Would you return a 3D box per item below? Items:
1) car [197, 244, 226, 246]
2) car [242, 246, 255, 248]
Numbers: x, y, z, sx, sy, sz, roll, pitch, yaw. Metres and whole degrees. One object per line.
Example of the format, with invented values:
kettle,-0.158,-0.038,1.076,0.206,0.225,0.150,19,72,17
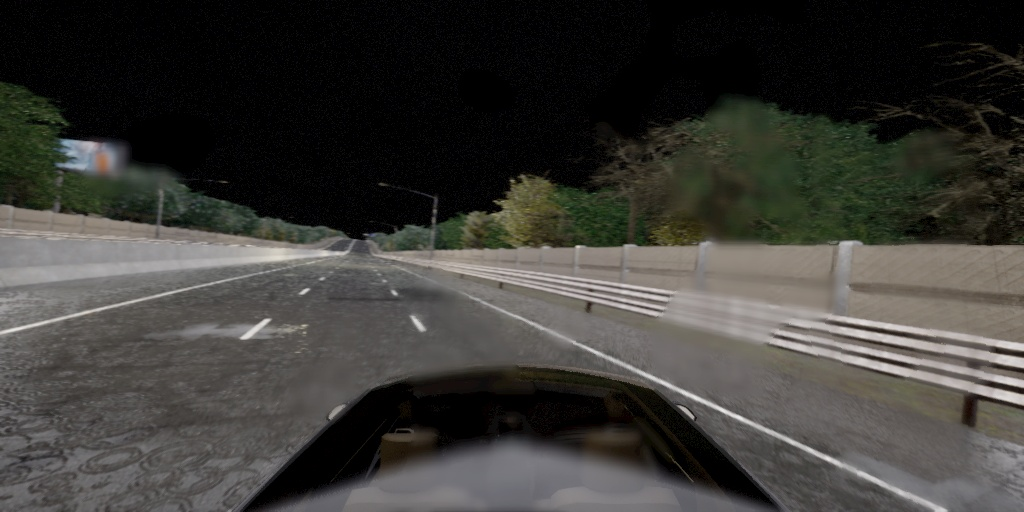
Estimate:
car,-39.609,-0.915,48.216,2.033,1.411,5.357,5,-1,-23
car,-36.239,-0.619,49.200,2.033,1.411,5.357,5,-1,-23
